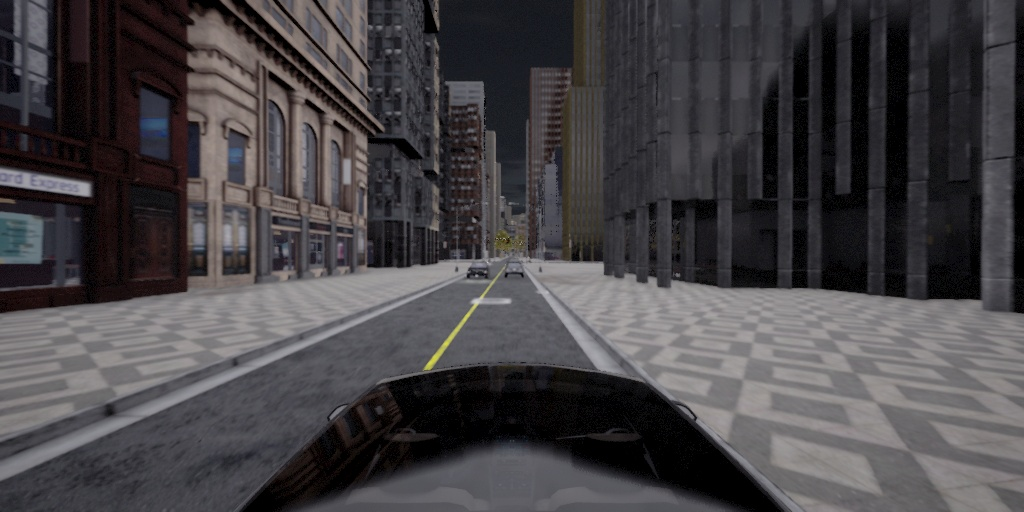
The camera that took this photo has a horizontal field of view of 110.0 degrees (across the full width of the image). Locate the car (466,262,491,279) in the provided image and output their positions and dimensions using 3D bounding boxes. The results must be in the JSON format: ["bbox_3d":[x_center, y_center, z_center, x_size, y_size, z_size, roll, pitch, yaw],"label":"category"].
[{"bbox_3d":[-2.906,1.261,32.327,2.033,1.411,5.357,0,0,0],"label":"car"}]

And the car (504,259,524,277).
[{"bbox_3d":[0.205,1.269,34.367,2.033,1.411,5.357,0,0,0],"label":"car"}]
